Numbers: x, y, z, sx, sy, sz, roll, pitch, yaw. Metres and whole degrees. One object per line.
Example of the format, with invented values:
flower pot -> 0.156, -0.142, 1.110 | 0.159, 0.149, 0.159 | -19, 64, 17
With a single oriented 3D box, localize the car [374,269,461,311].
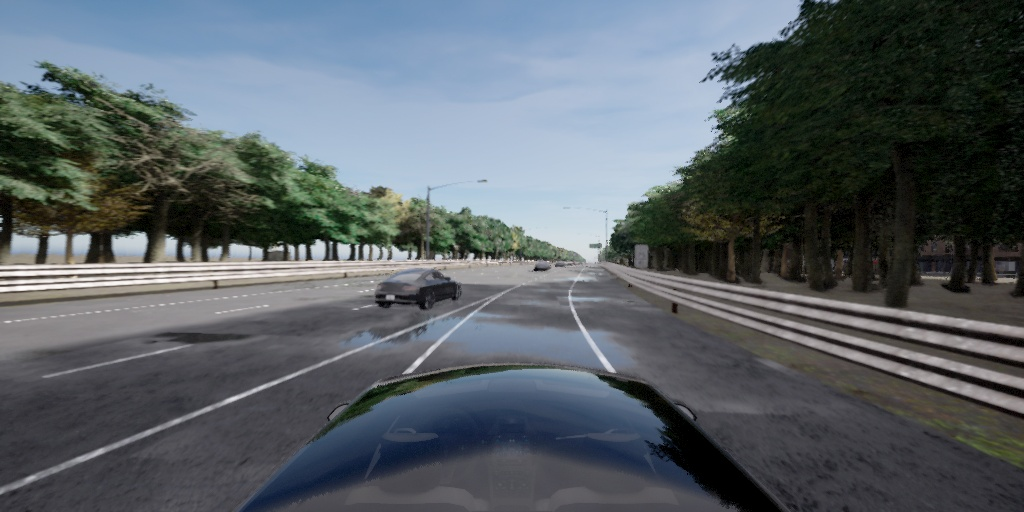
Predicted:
car -> -3.528, 1.216, 14.067 | 1.812, 1.442, 4.674 | 1, 0, 12

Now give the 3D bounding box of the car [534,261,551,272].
car -> 4.354, 1.454, 50.367 | 1.994, 1.385, 4.181 | 1, 0, 12
